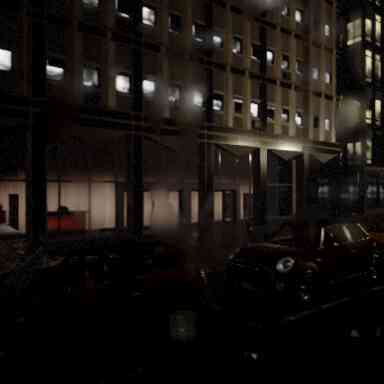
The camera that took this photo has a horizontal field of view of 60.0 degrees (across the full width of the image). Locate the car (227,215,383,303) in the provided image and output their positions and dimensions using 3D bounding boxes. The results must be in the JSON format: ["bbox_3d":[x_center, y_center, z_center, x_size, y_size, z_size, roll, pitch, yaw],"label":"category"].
[{"bbox_3d":[2.766,1.420,8.068,4.097,1.590,1.967,0,0,-35],"label":"car"}]

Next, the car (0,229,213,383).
[{"bbox_3d":[-1.749,1.436,4.849,4.097,1.590,1.967,0,0,-35],"label":"car"}]
